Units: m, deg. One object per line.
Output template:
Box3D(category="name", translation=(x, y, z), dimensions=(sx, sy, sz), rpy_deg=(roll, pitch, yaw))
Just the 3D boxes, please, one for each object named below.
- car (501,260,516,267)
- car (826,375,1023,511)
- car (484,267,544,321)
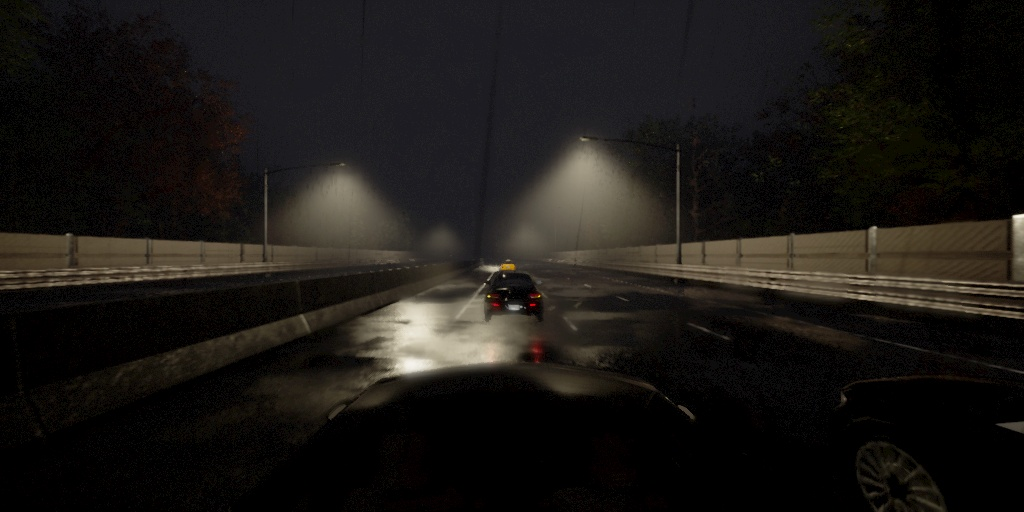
Box3D(category="car", translation=(-0.450, 1.222, 44.594), dimensions=(1.801, 1.575, 5.366), rpy_deg=(0, 0, -1))
Box3D(category="car", translation=(3.593, 1.241, 1.035), dimensions=(2.128, 1.511, 4.902), rpy_deg=(0, 0, 0))
Box3D(category="car", translation=(0.053, 1.280, 12.349), dimensions=(1.812, 1.442, 4.674), rpy_deg=(0, 0, 0))
